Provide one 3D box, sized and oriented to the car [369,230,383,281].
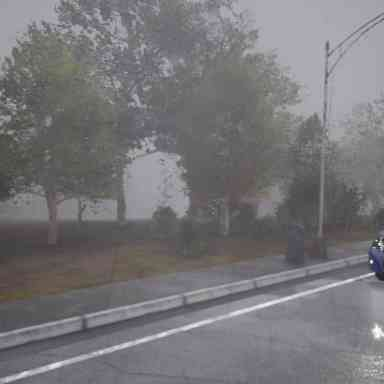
[{"bbox_3d":[6.824,1.205,8.540,5.566,2.045,2.150,0,0,-35],"label":"car"}]
